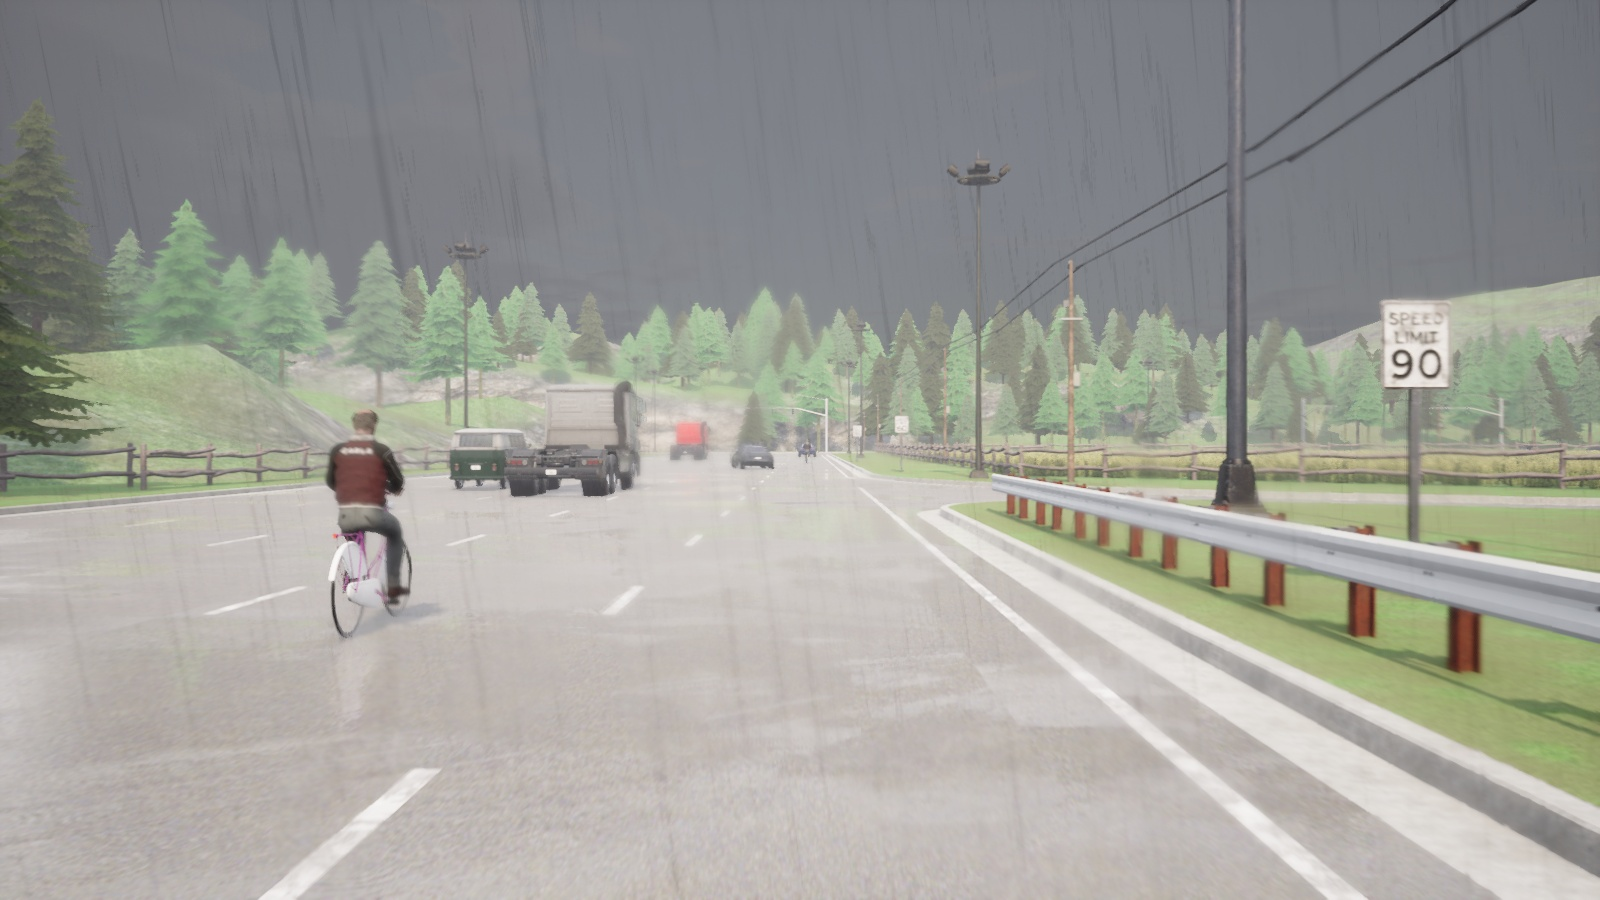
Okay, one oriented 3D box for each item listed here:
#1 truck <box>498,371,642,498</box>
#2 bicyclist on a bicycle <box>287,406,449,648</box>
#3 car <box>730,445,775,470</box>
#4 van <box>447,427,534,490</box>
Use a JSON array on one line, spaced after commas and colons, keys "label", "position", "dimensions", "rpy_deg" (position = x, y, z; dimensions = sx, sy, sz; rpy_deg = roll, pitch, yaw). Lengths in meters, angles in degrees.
[{"label": "truck", "position": [-6.768, -0.456, 38.222], "dimensions": [2.891, 3.462, 7.936], "rpy_deg": [0, 0, 0]}, {"label": "bicyclist on a bicycle", "position": [-3.427, 0.557, 10.138], "dimensions": [0.659, 1.776, 1.843], "rpy_deg": [0, 0, 0]}, {"label": "car", "position": [-2.779, 0.399, 72.583], "dimensions": [1.994, 1.385, 4.181], "rpy_deg": [0, 0, -11]}, {"label": "van", "position": [-10.248, 0.255, 41.913], "dimensions": [1.775, 1.987, 4.442], "rpy_deg": [0, 0, 0]}]
